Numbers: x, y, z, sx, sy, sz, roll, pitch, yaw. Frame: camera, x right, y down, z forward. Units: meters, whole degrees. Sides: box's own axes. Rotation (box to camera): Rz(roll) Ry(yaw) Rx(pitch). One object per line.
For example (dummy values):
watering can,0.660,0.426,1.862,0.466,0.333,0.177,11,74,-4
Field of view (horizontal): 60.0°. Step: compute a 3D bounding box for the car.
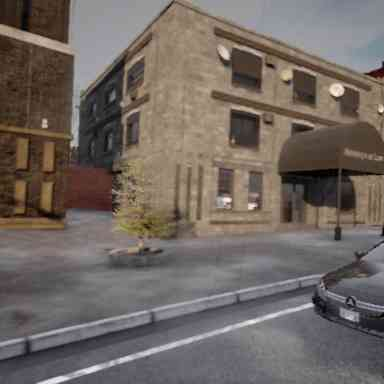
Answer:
car,4.261,1.567,6.148,4.674,1.442,1.812,1,0,-33
